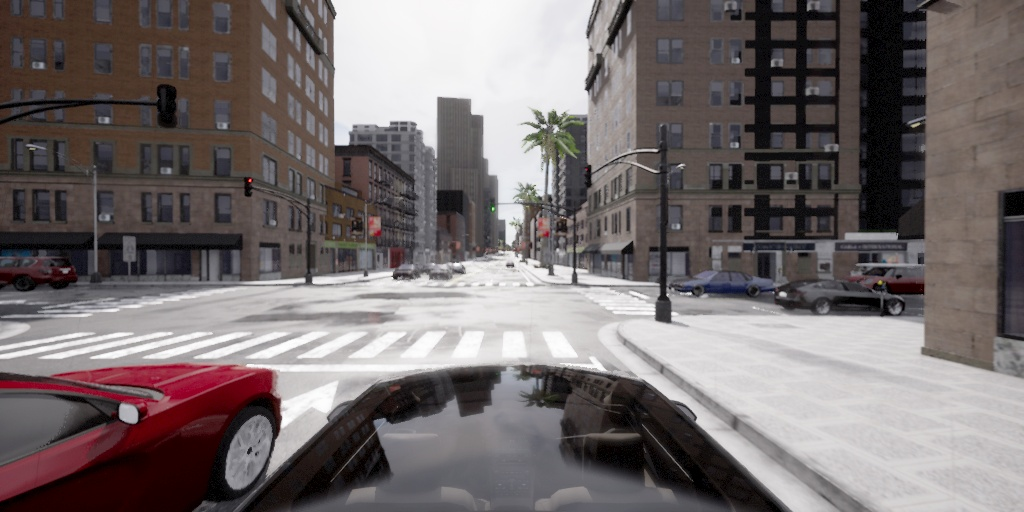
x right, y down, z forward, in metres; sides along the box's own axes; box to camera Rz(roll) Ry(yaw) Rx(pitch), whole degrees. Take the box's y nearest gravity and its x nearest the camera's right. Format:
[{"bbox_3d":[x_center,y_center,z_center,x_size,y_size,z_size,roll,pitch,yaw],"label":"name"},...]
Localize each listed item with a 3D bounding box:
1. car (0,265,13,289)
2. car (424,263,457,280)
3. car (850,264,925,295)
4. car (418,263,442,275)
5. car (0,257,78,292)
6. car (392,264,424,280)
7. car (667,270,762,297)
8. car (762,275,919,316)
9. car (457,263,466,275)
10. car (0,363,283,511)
[{"bbox_3d":[-24.002,1.212,14.253,4.892,1.490,1.837,1,0,-9],"label":"car"},{"bbox_3d":[-6.794,1.505,34.781,2.033,1.411,5.357,0,0,-4],"label":"car"},{"bbox_3d":[21.221,1.395,20.241,4.553,1.767,2.097,0,0,0],"label":"car"},{"bbox_3d":[-10.071,1.580,44.413,1.994,1.385,4.181,0,0,-1],"label":"car"},{"bbox_3d":[-27.235,0.956,19.590,5.009,1.841,2.192,0,0,-9],"label":"car"},{"bbox_3d":[-10.058,1.505,34.786,2.033,1.411,5.357,0,0,-3],"label":"car"},{"bbox_3d":[11.751,1.518,20.252,5.357,1.411,2.033,0,0,0],"label":"car"},{"bbox_3d":[12.896,1.593,14.299,4.313,1.339,1.948,0,0,0],"label":"car"},{"bbox_3d":[-6.808,1.577,44.039,1.994,1.385,4.181,0,0,0],"label":"car"},{"bbox_3d":[-3.143,1.226,1.423,1.882,1.535,5.008,0,0,1],"label":"car"}]
